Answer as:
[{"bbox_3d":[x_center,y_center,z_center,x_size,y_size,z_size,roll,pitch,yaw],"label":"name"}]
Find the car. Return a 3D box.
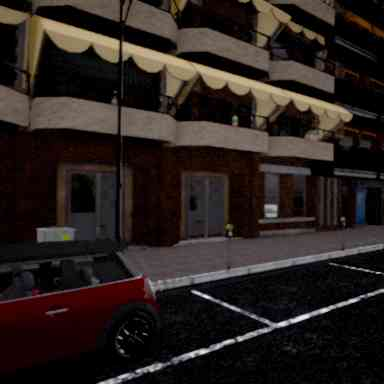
[{"bbox_3d":[-2.510,1.444,4.302,4.097,1.590,1.967,1,0,-36],"label":"car"}]
